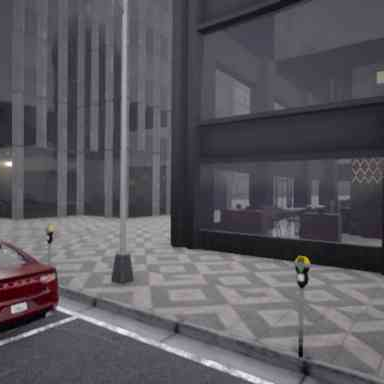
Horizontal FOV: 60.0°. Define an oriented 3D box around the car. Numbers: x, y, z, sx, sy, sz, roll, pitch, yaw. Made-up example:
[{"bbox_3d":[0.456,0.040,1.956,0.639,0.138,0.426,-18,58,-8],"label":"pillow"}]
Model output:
[{"bbox_3d":[-4.262,1.490,6.017,4.507,1.381,1.887,1,1,36],"label":"car"}]
